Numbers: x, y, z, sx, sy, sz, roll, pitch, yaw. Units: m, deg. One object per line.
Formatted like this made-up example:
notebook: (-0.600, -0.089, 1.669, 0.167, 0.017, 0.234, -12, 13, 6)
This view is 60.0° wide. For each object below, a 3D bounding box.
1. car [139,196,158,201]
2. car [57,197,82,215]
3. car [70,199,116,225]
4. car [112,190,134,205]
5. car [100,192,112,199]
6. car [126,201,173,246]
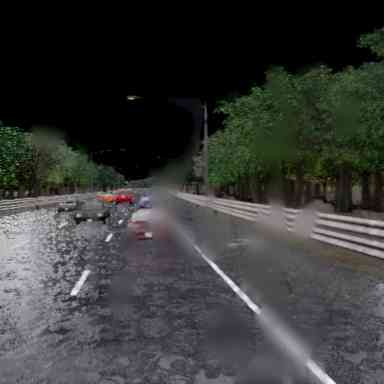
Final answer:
car: (-4.454, 1.129, 34.026, 1.812, 1.442, 4.674, -1, 1, -7)
car: (-11.123, 1.235, 31.089, 2.128, 1.511, 4.902, -1, 1, -7)
car: (-6.463, 1.396, 22.207, 1.895, 1.301, 4.718, -1, 1, -8)
car: (-9.523, 0.711, 47.142, 2.150, 2.045, 5.566, -1, 1, -7)
car: (-14.058, 0.781, 55.658, 2.097, 1.767, 4.553, -1, 1, -7)
car: (-1.859, 1.356, 14.470, 1.812, 1.442, 4.674, -1, 1, -8)
